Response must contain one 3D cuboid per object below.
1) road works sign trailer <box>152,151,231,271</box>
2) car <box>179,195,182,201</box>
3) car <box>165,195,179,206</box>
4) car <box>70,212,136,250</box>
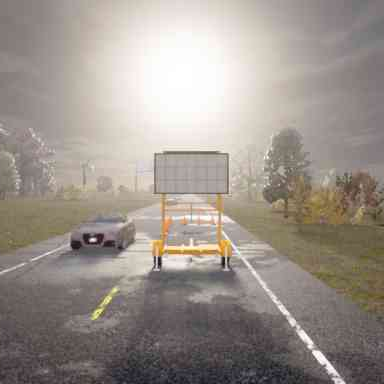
[{"bbox_3d":[-0.016,0.465,10.902,2.380,3.560,2.880,0,0,0],"label":"road works sign trailer"},{"bbox_3d":[-3.635,1.621,90.619,2.033,1.411,5.357,0,0,0],"label":"car"},{"bbox_3d":[-3.668,1.560,57.204,1.812,1.442,4.674,0,0,0],"label":"car"},{"bbox_3d":[-3.621,1.565,14.175,1.994,1.385,4.181,0,0,0],"label":"car"}]
